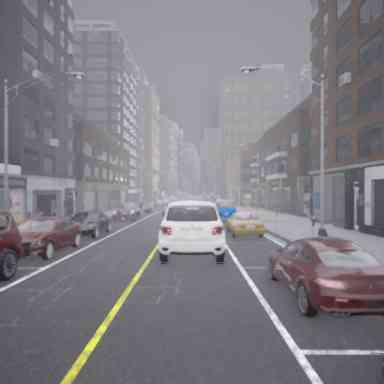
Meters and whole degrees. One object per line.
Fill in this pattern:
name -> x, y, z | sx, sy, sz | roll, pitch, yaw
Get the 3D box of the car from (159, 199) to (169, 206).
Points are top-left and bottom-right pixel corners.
car -> -5.672, 2.156, 67.879 | 1.802, 1.307, 4.206 | -1, 0, 0

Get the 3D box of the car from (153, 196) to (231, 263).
car -> 0.010, 1.331, 12.592 | 2.150, 2.045, 5.566 | 0, 0, 0

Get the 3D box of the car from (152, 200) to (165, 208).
car -> -5.673, 2.065, 56.864 | 1.802, 1.307, 4.206 | -1, 0, 0

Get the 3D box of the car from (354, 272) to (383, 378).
car -> 2.850, 1.598, 1.820 | 1.802, 1.307, 4.206 | -1, 0, 0

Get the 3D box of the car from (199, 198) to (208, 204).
car -> 2.854, 2.272, 84.410 | 1.947, 1.339, 4.313 | -1, 0, 0

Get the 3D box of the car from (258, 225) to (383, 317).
car -> 2.850, 1.644, 7.326 | 1.802, 1.307, 4.206 | -1, 0, 0

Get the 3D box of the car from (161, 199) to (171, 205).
car -> -5.672, 2.201, 73.386 | 1.802, 1.307, 4.206 | -1, 0, 0

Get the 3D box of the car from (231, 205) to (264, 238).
car -> 2.850, 1.682, 18.508 | 1.752, 1.417, 4.829 | -1, 0, 0

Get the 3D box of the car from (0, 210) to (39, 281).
car -> -5.678, 1.377, 7.299 | 2.192, 1.841, 5.009 | -1, 0, 0

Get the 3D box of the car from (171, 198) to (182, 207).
car -> -3.014, 2.031, 65.362 | 1.882, 1.535, 5.008 | 0, 0, 0

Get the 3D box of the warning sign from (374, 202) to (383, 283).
warning sign -> 5.077, 1.179, 7.538 | 1.300, 1.860, 1.060 | 1, 0, 0

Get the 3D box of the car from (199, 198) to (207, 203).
car -> 2.855, 2.314, 89.916 | 1.947, 1.339, 4.313 | -1, 0, 0

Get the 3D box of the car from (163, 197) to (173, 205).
car -> -5.673, 2.103, 78.895 | 1.967, 1.590, 4.097 | -1, 0, 0

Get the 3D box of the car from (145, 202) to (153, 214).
car -> -5.674, 1.907, 40.342 | 1.947, 1.339, 4.313 | -1, 0, 0

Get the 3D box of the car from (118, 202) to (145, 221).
car -> -5.676, 1.688, 29.327 | 1.967, 1.590, 4.097 | -1, 0, 0

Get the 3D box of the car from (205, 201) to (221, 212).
car -> 2.851, 1.940, 45.867 | 2.008, 1.369, 4.403 | -1, 0, 0

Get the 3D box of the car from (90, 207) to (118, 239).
car -> -5.675, 1.720, 18.311 | 1.947, 1.339, 4.313 | -1, 0, 0

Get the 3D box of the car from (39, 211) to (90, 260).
car -> -5.675, 1.653, 12.805 | 1.887, 1.381, 4.507 | -1, 0, 0

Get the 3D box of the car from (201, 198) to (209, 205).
car -> 2.853, 2.146, 73.568 | 1.752, 1.417, 4.829 | -1, 0, 0

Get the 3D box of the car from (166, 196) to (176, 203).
car -> -5.673, 2.064, 89.912 | 2.192, 1.841, 5.009 | -1, 0, 0

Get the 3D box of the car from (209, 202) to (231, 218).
car -> 2.851, 1.845, 34.856 | 2.008, 1.369, 4.403 | -1, 0, 0

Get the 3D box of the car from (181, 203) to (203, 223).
car -> 0.028, 1.770, 28.934 | 1.812, 1.442, 4.674 | 0, 0, 1

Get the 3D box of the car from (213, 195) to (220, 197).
car -> 2.849, 1.751, 51.375 | 2.192, 1.841, 5.009 | -1, 0, 0

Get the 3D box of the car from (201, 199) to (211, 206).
car -> 2.853, 2.140, 67.891 | 1.947, 1.339, 4.313 | -1, 0, 0

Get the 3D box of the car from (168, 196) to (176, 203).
car -> -5.673, 2.105, 95.419 | 2.192, 1.841, 5.009 | -1, 0, 0

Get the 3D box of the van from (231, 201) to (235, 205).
van -> 2.849, 1.589, 29.352 | 1.690, 1.788, 3.998 | -1, 0, 0
